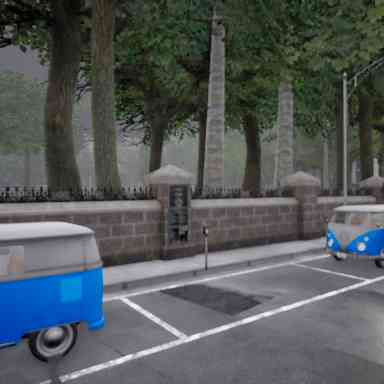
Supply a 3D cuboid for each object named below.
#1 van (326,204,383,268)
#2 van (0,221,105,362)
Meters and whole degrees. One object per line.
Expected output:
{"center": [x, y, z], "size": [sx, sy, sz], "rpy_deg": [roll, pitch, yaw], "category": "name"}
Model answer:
{"center": [6.039, 1.310, 10.853], "size": [3.998, 1.788, 1.690], "rpy_deg": [0, 0, -36], "category": "van"}
{"center": [-3.168, 1.341, 4.275], "size": [3.998, 1.788, 1.690], "rpy_deg": [0, 0, -36], "category": "van"}
